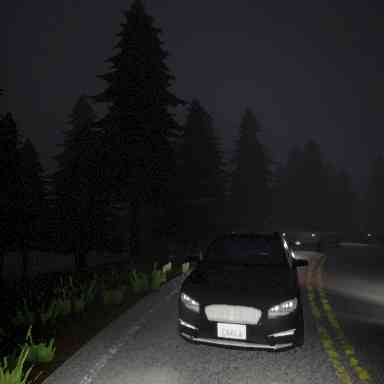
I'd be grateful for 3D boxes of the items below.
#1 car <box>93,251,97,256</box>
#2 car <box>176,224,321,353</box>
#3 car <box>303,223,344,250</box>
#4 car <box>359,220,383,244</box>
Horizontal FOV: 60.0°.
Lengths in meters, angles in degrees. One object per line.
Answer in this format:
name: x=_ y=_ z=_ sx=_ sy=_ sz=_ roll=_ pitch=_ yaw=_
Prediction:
car: x=-20.282 y=13.650 z=72.959 sx=4.181 sy=1.381 sz=1.994 roll=-2 pitch=-5 yaw=31
car: x=1.131 y=1.561 z=6.596 sx=2.128 sy=1.511 sz=4.902 roll=-1 pitch=-2 yaw=15
car: x=6.487 y=2.307 z=17.679 sx=1.895 sy=1.301 sz=4.718 roll=-3 pitch=-6 yaw=39
car: x=15.825 y=3.224 z=26.453 sx=5.566 sy=2.045 sz=2.150 roll=8 pitch=-8 yaw=-28
